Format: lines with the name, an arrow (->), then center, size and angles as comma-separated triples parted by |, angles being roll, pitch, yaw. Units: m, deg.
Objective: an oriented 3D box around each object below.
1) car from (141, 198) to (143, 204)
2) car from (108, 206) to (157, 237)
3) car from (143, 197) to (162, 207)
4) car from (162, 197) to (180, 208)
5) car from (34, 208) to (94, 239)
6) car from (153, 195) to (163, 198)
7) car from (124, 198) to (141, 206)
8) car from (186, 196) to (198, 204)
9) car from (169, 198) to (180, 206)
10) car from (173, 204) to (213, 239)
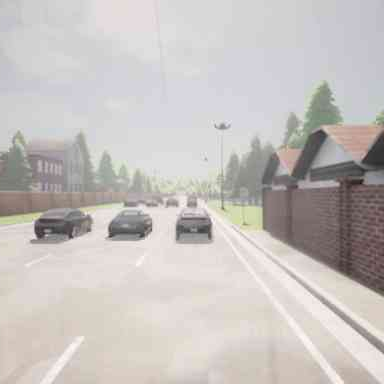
car -> -10.489, 1.883, 67.821 | 1.882, 1.535, 5.008 | 0, 0, 0
car -> -3.397, 1.705, 18.966 | 1.994, 1.385, 4.181 | 0, 0, 0
car -> -6.991, 2.036, 58.582 | 1.895, 1.301, 4.718 | 0, 0, 0
car -> -3.491, 1.781, 57.788 | 2.097, 1.767, 4.553 | 0, 0, 0
car -> -6.897, 1.642, 18.333 | 1.837, 1.490, 4.892 | 0, 0, 0
car -> -6.989, 1.655, 68.682 | 2.150, 2.045, 5.566 | 0, 0, 0
car -> -10.491, 1.904, 57.401 | 1.882, 1.535, 5.008 | 0, 0, 0
car -> 0.009, 1.909, 58.200 | 1.882, 1.535, 5.008 | 0, 0, 0
car -> -3.489, 2.036, 67.818 | 2.033, 1.411, 5.357 | 0, 0, 0
car -> 0.103, 1.628, 18.262 | 2.128, 1.511, 4.902 | 0, 0, 0
